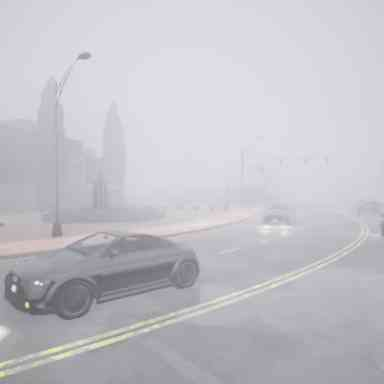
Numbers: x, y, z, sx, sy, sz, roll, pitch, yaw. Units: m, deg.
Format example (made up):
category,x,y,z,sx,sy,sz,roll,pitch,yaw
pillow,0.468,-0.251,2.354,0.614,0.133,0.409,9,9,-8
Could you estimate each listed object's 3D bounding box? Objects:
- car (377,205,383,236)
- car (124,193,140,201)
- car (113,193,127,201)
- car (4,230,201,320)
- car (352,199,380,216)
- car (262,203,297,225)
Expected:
category,x,y,z,sx,sy,sz,roll,pitch,yaw
car,10.778,1.518,17.116,1.895,1.301,4.718,0,0,30
car,-15.768,1.516,84.598,1.970,1.475,3.806,0,0,19
car,-18.510,1.298,85.531,1.905,1.878,3.866,0,0,19
car,-1.791,1.580,7.456,4.181,1.385,1.994,0,0,-42
car,16.192,1.364,30.956,2.128,1.511,4.902,0,0,18
car,6.517,1.497,24.317,2.033,1.411,5.357,0,0,24
